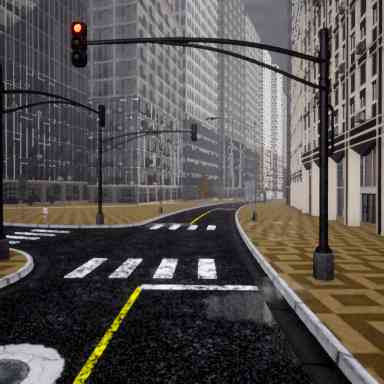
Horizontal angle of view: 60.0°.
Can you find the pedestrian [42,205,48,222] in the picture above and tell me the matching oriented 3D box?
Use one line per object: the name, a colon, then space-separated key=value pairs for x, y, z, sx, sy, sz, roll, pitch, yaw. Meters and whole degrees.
pedestrian: x=-9.293 y=1.344 z=21.036 sx=0.500 sy=1.100 sz=0.500 roll=0 pitch=0 yaw=17
